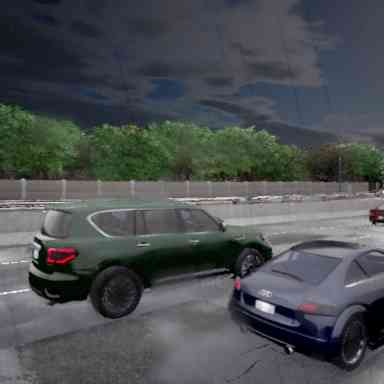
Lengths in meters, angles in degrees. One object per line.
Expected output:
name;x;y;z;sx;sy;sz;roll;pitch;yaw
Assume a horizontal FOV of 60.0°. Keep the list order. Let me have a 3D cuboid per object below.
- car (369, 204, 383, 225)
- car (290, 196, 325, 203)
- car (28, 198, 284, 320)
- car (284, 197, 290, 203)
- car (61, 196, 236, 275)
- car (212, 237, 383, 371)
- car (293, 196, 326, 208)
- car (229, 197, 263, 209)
car;13.722;1.422;22.059;5.008;1.535;1.882;0;0;-35
car;12.520;1.466;34.296;4.181;1.385;1.994;-1;0;-35
car;-0.645;1.214;7.582;5.566;2.045;2.150;0;0;-35
car;9.749;1.387;36.627;5.008;1.535;1.882;-1;0;-35
car;-1.300;1.210;11.413;5.566;2.045;2.150;0;0;-35
car;2.637;1.553;5.746;4.181;1.385;1.994;0;0;-35
car;16.020;1.316;45.302;4.674;1.442;1.812;-1;1;-35
car;7.093;1.457;43.310;4.181;1.385;1.994;-1;0;-35
